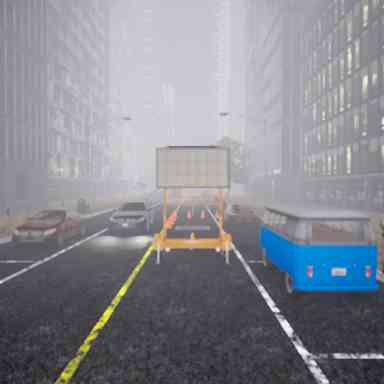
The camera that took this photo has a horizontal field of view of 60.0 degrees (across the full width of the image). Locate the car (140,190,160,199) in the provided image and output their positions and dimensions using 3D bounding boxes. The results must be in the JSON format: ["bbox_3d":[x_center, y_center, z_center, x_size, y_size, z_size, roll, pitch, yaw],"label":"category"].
[{"bbox_3d":[-5.581,0.832,42.147,2.008,1.369,4.403,0,1,0],"label":"car"}]

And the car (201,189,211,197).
[{"bbox_3d":[2.876,0.205,70.576,1.967,1.590,4.097,0,1,0],"label":"car"}]

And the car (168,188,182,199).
[{"bbox_3d":[-2.905,0.206,58.701,2.150,2.045,5.566,0,1,1],"label":"car"}]

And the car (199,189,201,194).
[{"bbox_3d":[2.861,0.310,64.885,1.967,1.590,4.097,0,1,0],"label":"car"}]

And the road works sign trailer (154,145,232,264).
[{"bbox_3d":[0.027,0.276,10.979,2.380,3.560,2.880,0,1,0],"label":"road works sign trailer"}]

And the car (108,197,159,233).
[{"bbox_3d":[-3.056,1.224,17.631,1.812,1.442,4.674,0,1,0],"label":"car"}]

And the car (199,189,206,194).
[{"bbox_3d":[2.937,-0.119,93.344,1.887,1.381,4.507,0,1,0],"label":"car"}]

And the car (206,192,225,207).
[{"bbox_3d":[2.785,0.962,36.430,1.802,1.307,4.206,0,1,0],"label":"car"}]

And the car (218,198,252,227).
[{"bbox_3d":[2.739,1.252,19.355,1.802,1.307,4.206,0,1,0],"label":"car"}]

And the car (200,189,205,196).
[{"bbox_3d":[2.831,0.630,53.504,2.008,1.369,4.403,0,1,0],"label":"car"}]

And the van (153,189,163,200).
[{"bbox_3d":[-5.550,0.420,53.526,1.690,1.788,3.998,0,1,0],"label":"van"}]

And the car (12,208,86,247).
[{"bbox_3d":[-5.657,1.347,13.688,1.802,1.307,4.206,0,1,0],"label":"car"}]

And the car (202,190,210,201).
[{"bbox_3d":[2.815,0.733,47.812,2.008,1.369,4.403,0,1,0],"label":"car"}]

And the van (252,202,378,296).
[{"bbox_3d":[2.709,1.204,7.968,1.690,1.788,3.998,0,1,0],"label":"van"}]
